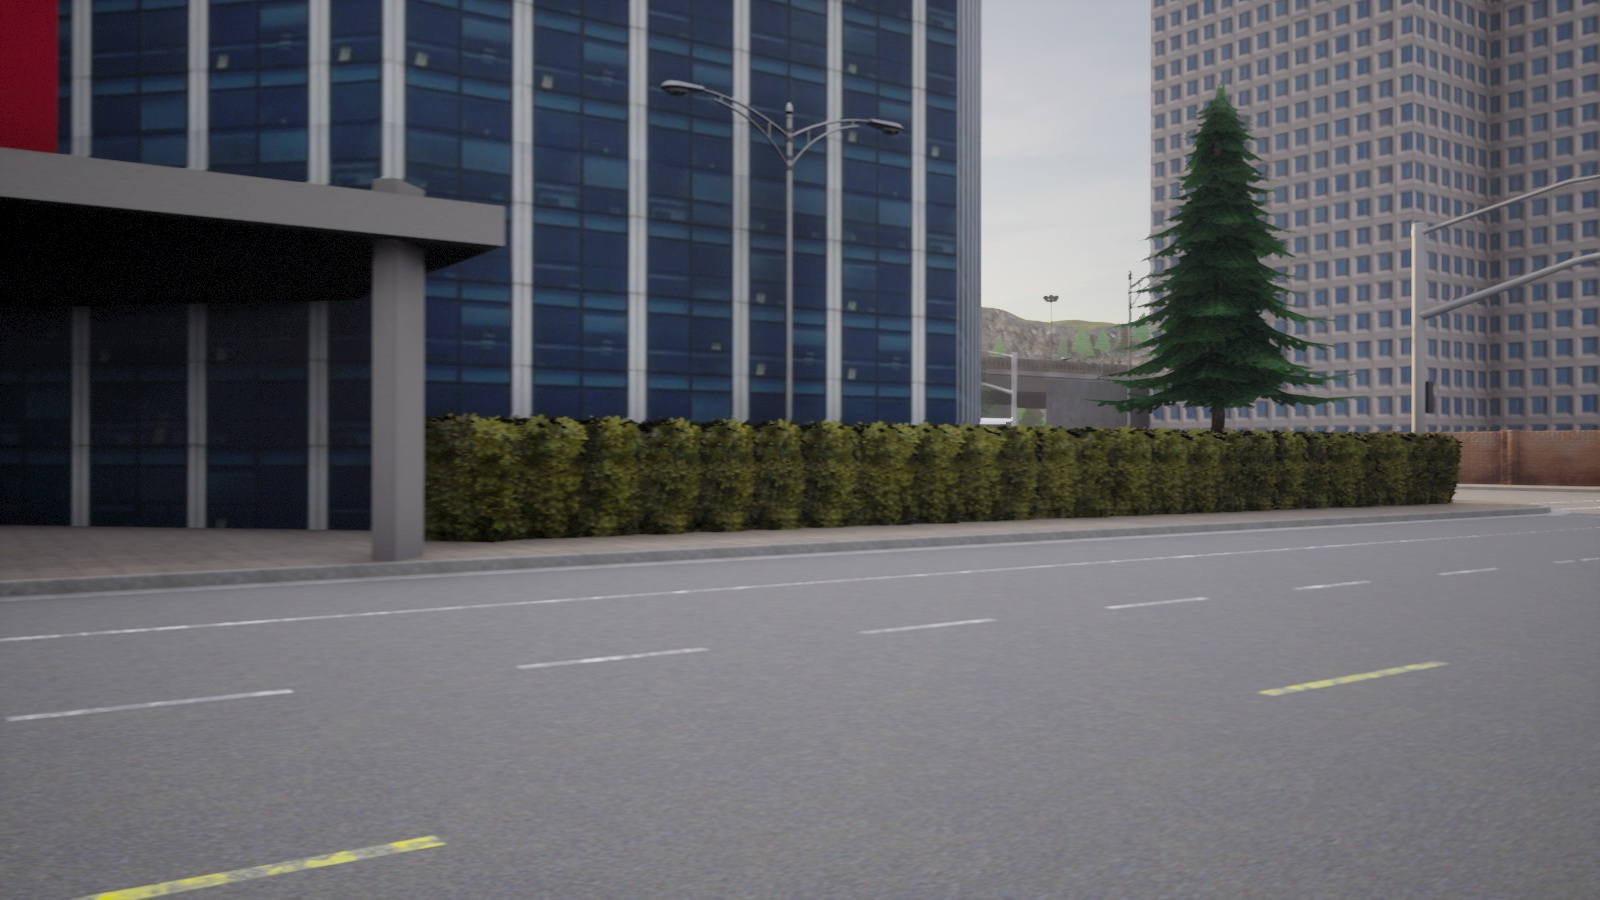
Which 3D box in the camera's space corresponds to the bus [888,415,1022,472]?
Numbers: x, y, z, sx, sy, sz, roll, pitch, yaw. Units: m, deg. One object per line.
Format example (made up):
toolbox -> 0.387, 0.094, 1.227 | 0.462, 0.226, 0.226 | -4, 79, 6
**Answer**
bus -> 12.133, -0.473, 97.611 | 10.273, 4.253, 3.944 | 0, 0, -34
